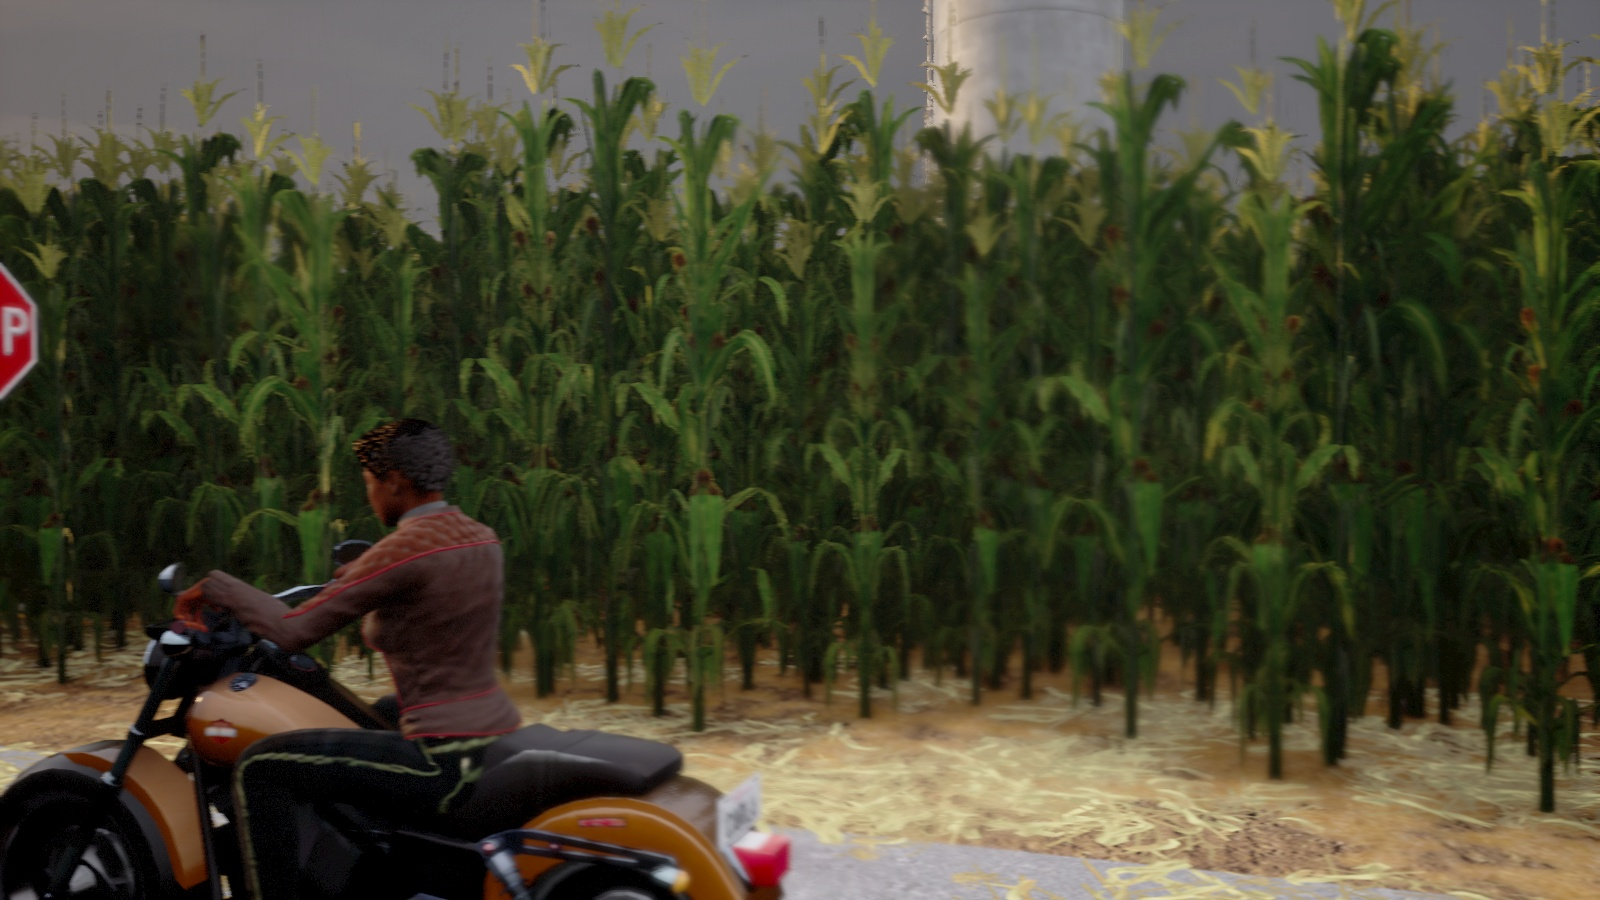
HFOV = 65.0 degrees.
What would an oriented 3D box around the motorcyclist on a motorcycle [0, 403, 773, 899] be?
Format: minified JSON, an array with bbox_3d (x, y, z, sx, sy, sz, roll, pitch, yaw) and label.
[{"bbox_3d":[-1.305,0.720,3.209,2.350,1.649,0.766,0,1,19],"label":"motorcyclist on a motorcycle"}]
